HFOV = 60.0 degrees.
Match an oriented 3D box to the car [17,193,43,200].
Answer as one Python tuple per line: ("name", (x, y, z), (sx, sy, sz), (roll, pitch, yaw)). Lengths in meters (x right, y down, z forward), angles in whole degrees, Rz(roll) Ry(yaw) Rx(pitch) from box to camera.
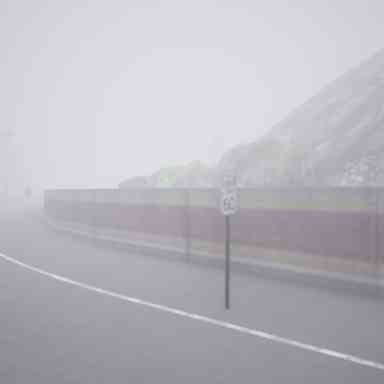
("car", (-33.225, 1.040, 69.473), (1.812, 1.442, 4.674), (0, 1, 31))

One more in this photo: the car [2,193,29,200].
("car", (-38.949, 0.995, 73.526), (1.837, 1.490, 4.892), (0, 1, 31))

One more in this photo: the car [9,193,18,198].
("car", (-36.096, 1.029, 71.476), (1.812, 1.442, 4.674), (0, 1, 31))

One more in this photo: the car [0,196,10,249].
("car", (-8.057, 1.195, 10.933), (2.150, 2.045, 5.566), (0, 1, -44))
